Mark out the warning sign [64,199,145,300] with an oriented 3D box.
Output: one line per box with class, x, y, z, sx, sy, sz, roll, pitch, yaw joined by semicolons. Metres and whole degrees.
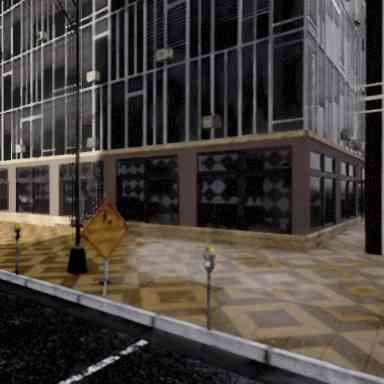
warning sign;-1.849;1.101;7.114;1.060;1.860;1.300;0;0;36
